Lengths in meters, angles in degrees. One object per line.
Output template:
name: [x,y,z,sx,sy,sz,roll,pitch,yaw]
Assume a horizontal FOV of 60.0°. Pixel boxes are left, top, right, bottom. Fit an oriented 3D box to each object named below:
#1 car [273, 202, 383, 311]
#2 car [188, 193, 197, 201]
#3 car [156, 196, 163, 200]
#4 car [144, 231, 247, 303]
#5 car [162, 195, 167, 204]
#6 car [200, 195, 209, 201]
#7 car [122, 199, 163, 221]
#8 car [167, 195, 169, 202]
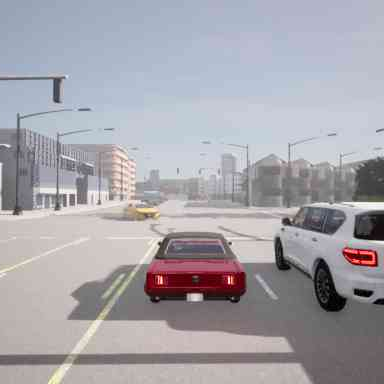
car: [3.565,1.234,7.919,2.150,2.045,5.566,0,0,0]
car: [0.020,1.389,88.887,2.150,2.045,5.566,0,-1,0]
car: [-7.055,1.884,60.920,2.128,1.511,4.902,0,0,0]
car: [0.071,1.617,8.211,1.895,1.301,4.718,0,0,0]
car: [-6.984,1.797,71.144,1.812,1.442,4.674,0,1,0]
car: [3.520,1.523,89.240,2.097,1.767,4.553,0,-1,0]
car: [-4.635,1.667,29.177,1.882,1.535,5.008,-1,0,-29]
car: [-6.981,1.510,84.966,2.097,1.767,4.553,0,0,0]
